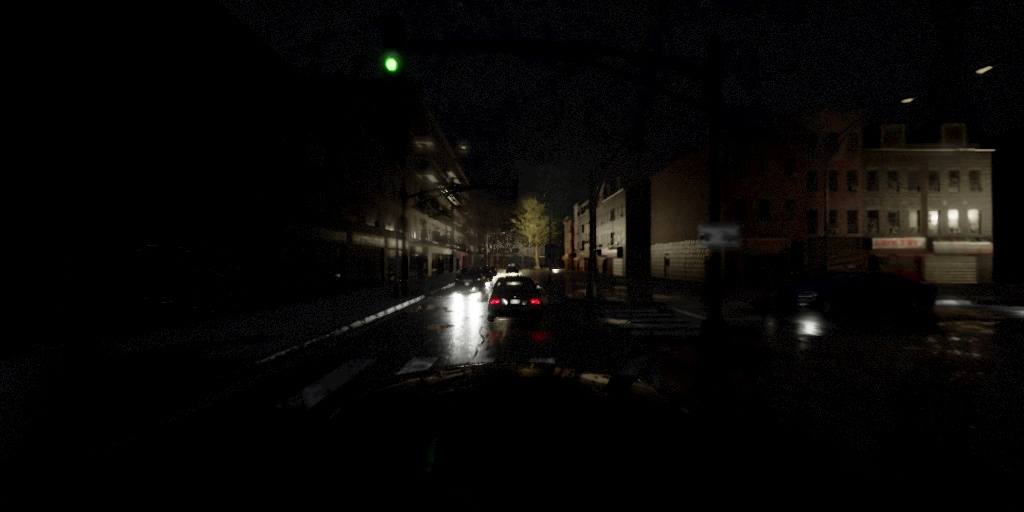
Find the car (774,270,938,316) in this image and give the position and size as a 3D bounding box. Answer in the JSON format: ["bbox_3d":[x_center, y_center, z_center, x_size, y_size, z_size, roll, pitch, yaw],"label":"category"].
[{"bbox_3d":[12.570,1.297,13.317,5.008,1.535,1.882,0,0,0],"label":"car"}]

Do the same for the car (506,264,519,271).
[{"bbox_3d":[0.083,2.035,55.312,1.994,1.385,4.181,0,-1,0],"label":"car"}]

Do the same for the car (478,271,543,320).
[{"bbox_3d":[0.091,1.443,13.203,2.033,1.411,5.357,0,-1,0],"label":"car"}]

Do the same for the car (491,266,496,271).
[{"bbox_3d":[-2.861,1.753,35.066,1.994,1.385,4.181,0,-1,0],"label":"car"}]

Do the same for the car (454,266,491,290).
[{"bbox_3d":[-2.853,1.548,25.235,2.128,1.511,4.902,0,-1,0],"label":"car"}]
